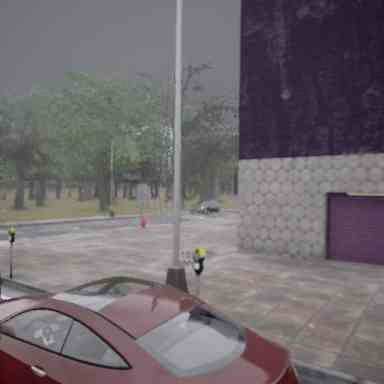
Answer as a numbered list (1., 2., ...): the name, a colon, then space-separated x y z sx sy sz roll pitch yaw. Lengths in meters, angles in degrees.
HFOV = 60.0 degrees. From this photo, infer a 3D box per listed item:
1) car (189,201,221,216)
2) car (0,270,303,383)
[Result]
1. car: 1.615 1.809 39.591 2.097 1.767 4.553 1 0 36
2. car: -0.998 1.598 3.503 4.206 1.307 1.802 0 1 36
